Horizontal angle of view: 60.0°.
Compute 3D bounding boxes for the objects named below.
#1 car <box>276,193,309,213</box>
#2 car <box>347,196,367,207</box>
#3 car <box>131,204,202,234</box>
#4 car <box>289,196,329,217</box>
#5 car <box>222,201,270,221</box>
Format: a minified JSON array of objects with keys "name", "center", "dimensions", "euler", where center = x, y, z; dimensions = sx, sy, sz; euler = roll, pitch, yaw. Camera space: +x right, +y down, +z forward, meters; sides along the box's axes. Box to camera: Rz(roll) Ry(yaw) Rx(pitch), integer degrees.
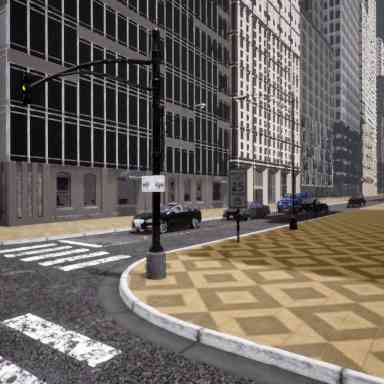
[{"name":"car","center":[10.986,1.113,35.670],"dimensions":[2.150,2.045,5.566],"euler":[0,0,37]},{"name":"car","center":[23.163,1.336,46.639],"dimensions":[1.837,1.490,4.892],"euler":[0,1,37]},{"name":"car","center":[-1.349,1.447,19.218],"dimensions":[2.128,1.511,4.902],"euler":[0,0,37]},{"name":"car","center":[11.016,1.384,30.391],"dimensions":[2.128,1.511,4.902],"euler":[0,0,37]},{"name":"car","center":[4.570,1.472,27.120],"dimensions":[2.033,1.411,5.357],"euler":[0,0,37]}]
